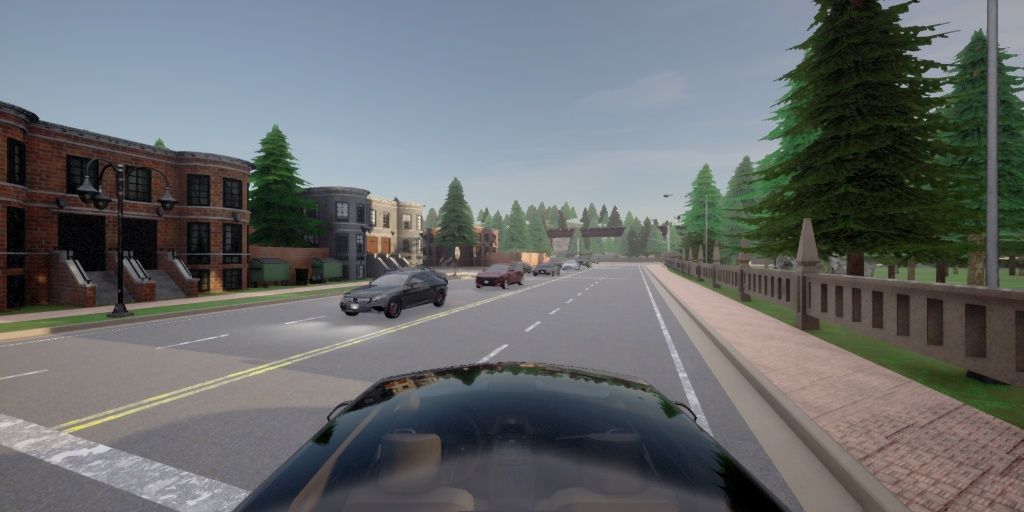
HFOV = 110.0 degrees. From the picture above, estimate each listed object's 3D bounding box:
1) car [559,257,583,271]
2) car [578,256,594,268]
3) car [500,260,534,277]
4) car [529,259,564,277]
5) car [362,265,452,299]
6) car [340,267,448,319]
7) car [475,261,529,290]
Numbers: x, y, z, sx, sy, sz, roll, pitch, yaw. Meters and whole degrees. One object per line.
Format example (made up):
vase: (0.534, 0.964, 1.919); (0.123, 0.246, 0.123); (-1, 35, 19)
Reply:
car: (7.851, 1.276, 47.849); (1.812, 1.442, 4.674); (0, 0, 19)
car: (11.823, 0.971, 59.384); (2.150, 2.045, 5.566); (0, 0, 19)
car: (0.585, 1.242, 37.454); (2.128, 1.511, 4.902); (0, 0, 19)
car: (3.432, 1.314, 34.962); (1.994, 1.385, 4.181); (0, 0, 19)
car: (-5.487, 1.297, 19.735); (2.033, 1.411, 5.357); (0, 0, 19)
car: (-4.044, 1.276, 13.144); (1.812, 1.442, 4.674); (0, 0, 19)
car: (-0.678, 1.228, 22.970); (1.882, 1.535, 5.008); (0, 0, 19)
